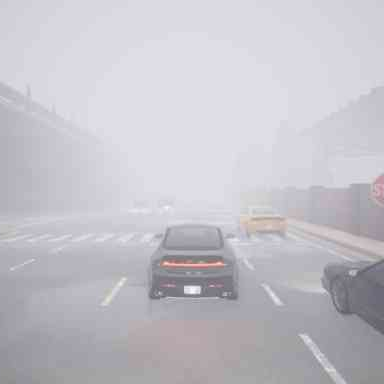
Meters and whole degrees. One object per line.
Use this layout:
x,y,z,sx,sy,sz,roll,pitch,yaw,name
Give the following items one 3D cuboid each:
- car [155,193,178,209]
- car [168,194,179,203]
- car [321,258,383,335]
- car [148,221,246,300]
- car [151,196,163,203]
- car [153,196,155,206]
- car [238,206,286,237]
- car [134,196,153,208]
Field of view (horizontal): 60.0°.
-3.498,1.221,46.815,2.150,2.045,5.566,0,0,-1,car
-3.796,1.352,69.510,2.097,1.767,4.553,0,0,-1,car
3.603,1.547,4.494,2.033,1.411,5.357,0,0,0,car
0.059,1.505,8.379,1.837,1.490,4.892,0,0,1,car
-7.289,1.547,69.028,2.033,1.411,5.357,0,0,-1,car
-7.156,1.477,56.256,1.882,1.535,5.008,0,0,-1,car
3.637,1.478,17.997,1.882,1.535,5.008,0,0,1,car
-7.007,1.601,46.880,1.895,1.301,4.718,0,0,-1,car
